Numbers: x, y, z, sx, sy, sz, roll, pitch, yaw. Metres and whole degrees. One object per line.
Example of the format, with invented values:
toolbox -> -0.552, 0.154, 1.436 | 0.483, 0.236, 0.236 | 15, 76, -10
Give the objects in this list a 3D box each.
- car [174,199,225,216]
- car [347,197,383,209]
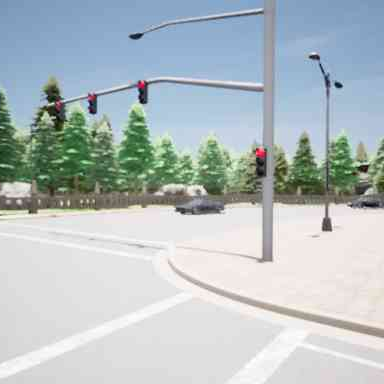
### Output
car -> 0.836, 1.347, 30.625 | 2.033, 1.411, 5.357 | 1, 0, 44
car -> 21.972, 1.382, 41.845 | 4.902, 1.511, 2.128 | 0, 0, -11
